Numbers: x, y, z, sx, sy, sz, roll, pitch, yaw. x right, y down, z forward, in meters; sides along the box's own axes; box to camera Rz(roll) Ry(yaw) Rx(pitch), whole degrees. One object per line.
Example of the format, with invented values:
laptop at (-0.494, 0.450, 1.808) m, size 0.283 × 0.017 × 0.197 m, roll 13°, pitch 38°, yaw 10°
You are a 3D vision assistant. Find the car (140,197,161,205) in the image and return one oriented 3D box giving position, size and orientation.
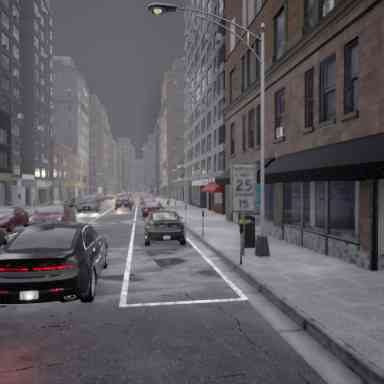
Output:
car at (-3.063, 1.391, 25.881) m, size 1.887 × 1.381 × 4.507 m, roll -1°, pitch 0°, yaw -9°

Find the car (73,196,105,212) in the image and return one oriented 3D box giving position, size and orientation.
car at (-10.247, 1.379, 33.352) m, size 1.994 × 1.385 × 4.181 m, roll 0°, pitch 0°, yaw -9°

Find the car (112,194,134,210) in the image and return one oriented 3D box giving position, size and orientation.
car at (-7.923, 1.287, 38.696) m, size 1.837 × 1.490 × 4.892 m, roll 0°, pitch 0°, yaw -9°

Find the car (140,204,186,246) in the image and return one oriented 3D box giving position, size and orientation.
car at (-1.291, 1.469, 14.696) m, size 2.008 × 1.369 × 4.403 m, roll -1°, pitch 0°, yaw -9°

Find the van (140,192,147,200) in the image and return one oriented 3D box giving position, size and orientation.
van at (-11.926, 0.973, 81.803) m, size 1.690 × 1.788 × 3.998 m, roll -1°, pitch 0°, yaw -9°

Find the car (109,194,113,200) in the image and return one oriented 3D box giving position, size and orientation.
car at (-20.344, 1.202, 80.477) m, size 1.887 × 1.381 × 4.507 m, roll -1°, pitch 0°, yaw -9°

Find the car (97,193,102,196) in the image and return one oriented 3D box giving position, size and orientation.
car at (-15.916, 1.176, 52.511) m, size 1.967 × 1.590 × 4.097 m, roll -1°, pitch 0°, yaw -9°

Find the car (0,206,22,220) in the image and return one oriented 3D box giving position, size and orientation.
car at (-10.598, 1.488, 18.958) m, size 1.802 × 1.307 × 4.206 m, roll -1°, pitch 0°, yaw -9°

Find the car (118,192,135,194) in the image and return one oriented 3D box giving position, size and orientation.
car at (-9.603, 1.089, 48.943) m, size 2.097 × 1.767 × 4.553 m, roll 0°, pitch 0°, yaw -9°

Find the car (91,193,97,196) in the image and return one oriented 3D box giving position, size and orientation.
car at (-15.029, 1.198, 46.919) m, size 1.967 × 1.590 × 4.097 m, roll -1°, pitch 0°, yaw -9°

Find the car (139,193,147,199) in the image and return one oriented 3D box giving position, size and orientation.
car at (-13.696, 1.051, 92.987) m, size 1.967 × 1.590 × 4.097 m, roll -1°, pitch 0°, yaw -9°

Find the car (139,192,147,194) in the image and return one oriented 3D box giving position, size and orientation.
car at (-7.494, 1.151, 53.840) m, size 1.967 × 1.590 × 4.097 m, roll -1°, pitch 0°, yaw -9°

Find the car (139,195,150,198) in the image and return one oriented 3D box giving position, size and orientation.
car at (-4.835, 1.329, 37.065) m, size 1.887 × 1.381 × 4.507 m, roll -1°, pitch 0°, yaw -9°

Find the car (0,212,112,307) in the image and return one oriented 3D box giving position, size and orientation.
car at (-3.116, 1.473, 7.980) m, size 1.837 × 1.490 × 4.892 m, roll 0°, pitch 0°, yaw -9°

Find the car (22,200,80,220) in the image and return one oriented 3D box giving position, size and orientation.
car at (-8.089, 1.423, 19.580) m, size 1.812 × 1.442 × 4.674 m, roll 0°, pitch 1°, yaw -9°

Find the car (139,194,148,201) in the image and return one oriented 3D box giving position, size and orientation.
car at (-11.036, 1.211, 76.210) m, size 1.947 × 1.339 × 4.313 m, roll -1°, pitch 0°, yaw -9°

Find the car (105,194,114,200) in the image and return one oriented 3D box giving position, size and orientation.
car at (-21.230, 1.191, 86.070) m, size 1.887 × 1.381 × 4.507 m, roll -1°, pitch 0°, yaw -9°

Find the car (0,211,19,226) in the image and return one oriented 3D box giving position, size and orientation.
car at (-6.332, 1.476, 8.460) m, size 1.837 × 1.490 × 4.892 m, roll 0°, pitch 0°, yaw -9°

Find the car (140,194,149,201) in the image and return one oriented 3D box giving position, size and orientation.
car at (-10.151, 1.225, 70.618) m, size 1.947 × 1.339 × 4.313 m, roll -1°, pitch 0°, yaw -9°

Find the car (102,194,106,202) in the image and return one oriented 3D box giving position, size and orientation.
car at (-16.803, 1.032, 58.103) m, size 2.192 × 1.841 × 5.009 m, roll -1°, pitch 0°, yaw -9°

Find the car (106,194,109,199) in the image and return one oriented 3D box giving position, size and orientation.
car at (-17.688, 1.140, 63.698) m, size 1.967 × 1.590 × 4.097 m, roll -1°, pitch 0°, yaw -9°
